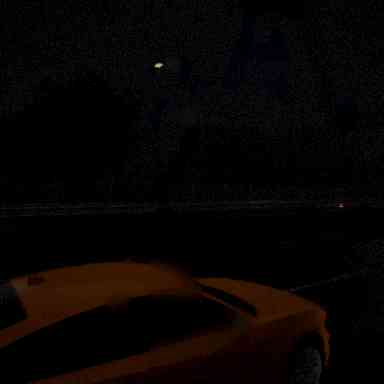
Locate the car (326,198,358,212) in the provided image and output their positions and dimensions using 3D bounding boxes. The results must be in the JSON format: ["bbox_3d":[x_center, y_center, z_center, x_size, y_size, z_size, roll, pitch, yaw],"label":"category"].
[{"bbox_3d":[17.285,1.471,37.804,4.553,1.767,2.097,0,0,-35],"label":"car"}]

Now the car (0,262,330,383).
[{"bbox_3d":[-0.642,1.482,3.290,5.008,1.535,1.882,0,0,-36],"label":"car"}]

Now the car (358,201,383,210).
[{"bbox_3d":[20.079,1.688,35.498,4.181,1.385,1.994,0,0,-35],"label":"car"}]
